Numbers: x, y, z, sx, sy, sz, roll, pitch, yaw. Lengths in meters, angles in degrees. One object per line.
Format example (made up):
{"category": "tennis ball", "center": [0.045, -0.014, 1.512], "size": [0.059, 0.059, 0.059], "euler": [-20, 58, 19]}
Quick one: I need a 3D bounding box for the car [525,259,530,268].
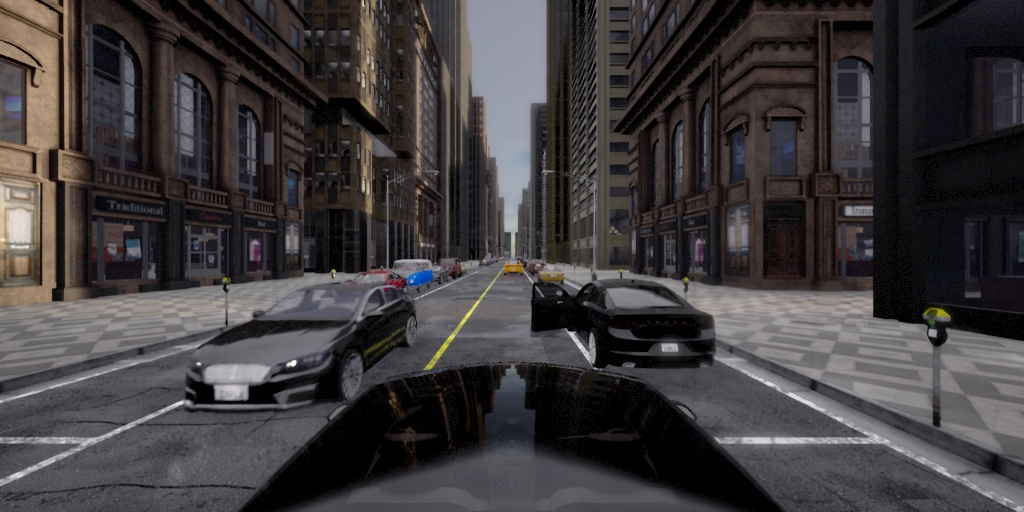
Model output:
{"category": "car", "center": [2.849, 1.340, 43.208], "size": [1.802, 1.307, 4.207], "euler": [0, 0, 0]}

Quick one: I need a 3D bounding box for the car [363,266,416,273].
{"category": "car", "center": [-5.732, 1.297, 15.120], "size": [1.888, 1.381, 4.507], "euler": [0, 0, 0]}

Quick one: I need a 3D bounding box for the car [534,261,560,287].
{"category": "car", "center": [2.816, 1.280, 26.522], "size": [1.751, 1.417, 4.829], "euler": [0, 0, 0]}

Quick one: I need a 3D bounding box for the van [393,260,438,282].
{"category": "van", "center": [-5.721, 1.094, 20.738], "size": [1.690, 1.789, 3.998], "euler": [0, 0, 0]}

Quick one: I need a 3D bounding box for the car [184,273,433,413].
{"category": "car", "center": [-3.088, 1.242, 6.405], "size": [2.128, 1.511, 4.902], "euler": [0, 0, 0]}

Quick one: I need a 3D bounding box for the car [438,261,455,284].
{"category": "car", "center": [-5.710, 1.305, 26.357], "size": [2.007, 1.370, 4.403], "euler": [0, 0, 0]}

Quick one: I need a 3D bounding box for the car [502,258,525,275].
{"category": "car", "center": [0.158, 1.235, 38.424], "size": [1.882, 1.535, 5.008], "euler": [0, 0, 0]}

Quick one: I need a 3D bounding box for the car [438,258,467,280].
{"category": "car", "center": [-5.699, 1.070, 31.975], "size": [2.192, 1.841, 5.009], "euler": [0, 0, 0]}

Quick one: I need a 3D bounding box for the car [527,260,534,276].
{"category": "car", "center": [2.838, 1.339, 37.590], "size": [1.802, 1.307, 4.207], "euler": [0, 0, 0]}

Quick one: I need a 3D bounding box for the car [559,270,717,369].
{"category": "car", "center": [2.377, 1.228, 7.863], "size": [1.882, 1.535, 5.008], "euler": [0, 0, 0]}
